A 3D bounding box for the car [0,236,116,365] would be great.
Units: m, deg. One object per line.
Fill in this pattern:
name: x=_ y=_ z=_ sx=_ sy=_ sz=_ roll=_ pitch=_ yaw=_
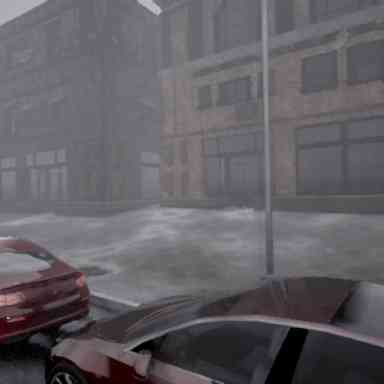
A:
car: x=-3.782 y=1.526 z=5.946 sx=4.674 sy=1.452 sz=2.002 roll=0 pitch=0 yaw=35
